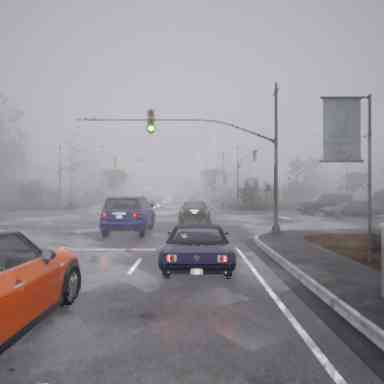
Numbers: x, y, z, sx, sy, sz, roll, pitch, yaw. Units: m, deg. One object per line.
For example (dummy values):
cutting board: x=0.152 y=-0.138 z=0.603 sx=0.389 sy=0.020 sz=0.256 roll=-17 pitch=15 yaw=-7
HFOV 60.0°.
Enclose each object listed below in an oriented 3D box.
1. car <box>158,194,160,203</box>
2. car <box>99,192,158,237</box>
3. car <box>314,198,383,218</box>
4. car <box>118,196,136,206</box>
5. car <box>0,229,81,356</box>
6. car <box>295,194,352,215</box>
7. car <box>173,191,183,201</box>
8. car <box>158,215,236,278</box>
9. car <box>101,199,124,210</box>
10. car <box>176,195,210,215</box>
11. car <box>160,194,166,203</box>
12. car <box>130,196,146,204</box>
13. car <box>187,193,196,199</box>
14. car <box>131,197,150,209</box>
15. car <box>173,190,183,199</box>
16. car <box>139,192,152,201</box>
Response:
car: x=-6.887 y=1.428 z=54.567 sx=1.882 sy=1.535 sz=5.008 roll=0 pitch=0 yaw=1
car: x=-3.348 y=1.214 z=18.003 sx=2.150 sy=2.045 sz=5.566 roll=0 pitch=0 yaw=0
car: x=13.952 y=1.525 z=29.175 sx=5.357 sy=1.411 sz=2.033 roll=0 pitch=0 yaw=-3
car: x=-10.397 y=1.431 z=53.501 sx=1.882 sy=1.535 sz=5.008 roll=0 pitch=0 yaw=1
car: x=-3.378 y=1.352 z=5.148 sx=2.097 sy=1.767 sz=4.553 roll=0 pitch=0 yaw=0
car: x=13.015 y=1.197 z=32.628 sx=5.566 sy=2.045 sz=2.150 roll=0 pitch=0 yaw=-3
car: x=-3.286 y=1.248 z=75.535 sx=2.128 sy=1.511 sz=4.902 roll=0 pitch=1 yaw=0
car: x=0.194 y=1.597 z=10.099 sx=1.895 sy=1.301 sz=4.718 roll=0 pitch=0 yaw=2
car: x=-10.458 y=1.567 z=44.138 sx=1.895 sy=1.301 sz=4.718 roll=0 pitch=0 yaw=0
car: x=0.168 y=1.336 z=23.695 sx=2.097 sy=1.767 sz=4.553 roll=0 pitch=0 yaw=0
car: x=-6.805 y=1.374 z=64.664 sx=2.128 sy=1.511 sz=4.902 roll=0 pitch=1 yaw=0
car: x=-10.309 y=1.438 z=63.892 sx=2.033 sy=1.411 sz=5.357 roll=0 pitch=1 yaw=0
car: x=-0.144 y=1.073 z=85.881 sx=1.994 sy=1.385 sz=4.181 roll=0 pitch=1 yaw=-4
car: x=-6.954 y=1.490 z=45.356 sx=1.812 sy=1.442 sz=4.674 roll=0 pitch=0 yaw=0
car: x=-3.640 y=0.657 z=85.672 sx=2.150 sy=2.045 sz=5.566 roll=0 pitch=1 yaw=-8
car: x=-10.288 y=0.959 z=74.544 sx=2.150 sy=2.045 sz=5.566 roll=0 pitch=1 yaw=0
